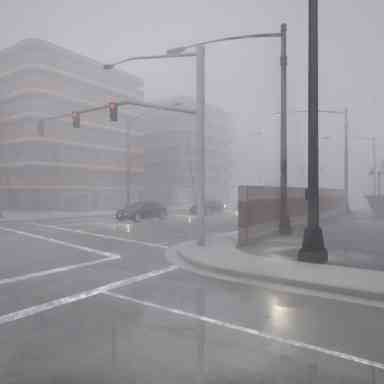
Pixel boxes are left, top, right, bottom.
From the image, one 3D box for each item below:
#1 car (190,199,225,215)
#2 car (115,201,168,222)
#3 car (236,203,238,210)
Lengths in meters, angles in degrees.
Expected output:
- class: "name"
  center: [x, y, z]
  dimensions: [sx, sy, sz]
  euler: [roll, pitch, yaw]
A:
- class: "car"
  center: [1.676, 1.505, 34.412]
  dimensions: [1.837, 1.490, 4.892]
  euler: [0, 0, 35]
- class: "car"
  center: [-3.913, 1.505, 26.289]
  dimensions: [1.837, 1.490, 4.892]
  euler: [0, 0, 35]
- class: "car"
  center: [7.440, 1.601, 42.780]
  dimensions: [1.895, 1.301, 4.718]
  euler: [0, 0, 35]
